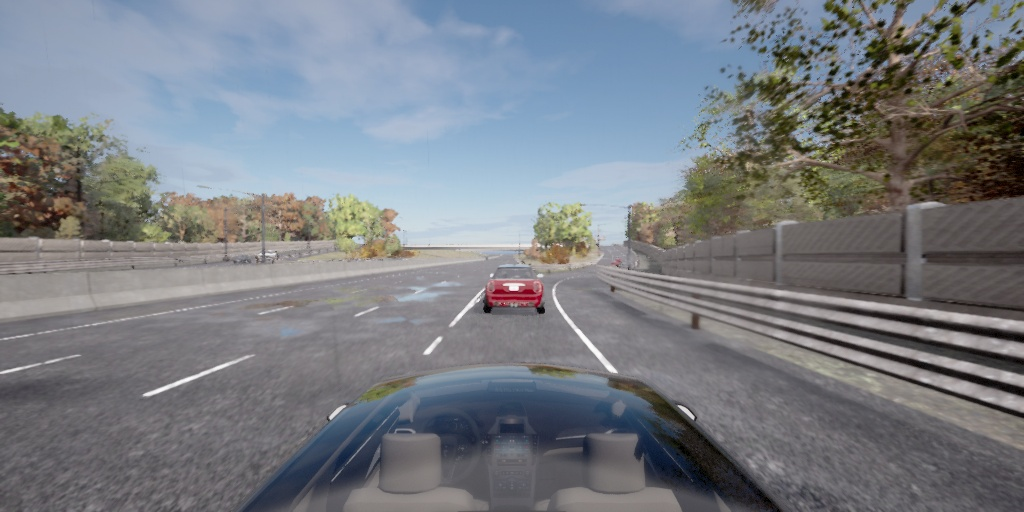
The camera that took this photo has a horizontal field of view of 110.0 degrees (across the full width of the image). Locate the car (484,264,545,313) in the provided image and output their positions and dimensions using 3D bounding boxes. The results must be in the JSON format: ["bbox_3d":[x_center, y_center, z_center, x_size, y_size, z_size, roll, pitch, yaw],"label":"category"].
[{"bbox_3d":[0.177,1.107,14.227,2.097,1.767,4.553,0,0,3],"label":"car"}]
